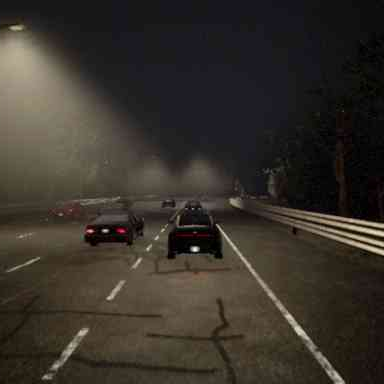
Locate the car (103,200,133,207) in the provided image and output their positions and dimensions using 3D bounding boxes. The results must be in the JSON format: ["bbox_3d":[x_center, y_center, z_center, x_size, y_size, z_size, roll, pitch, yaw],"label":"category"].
[{"bbox_3d":[-6.912,1.679,29.704,1.895,1.301,4.718,0,0,0],"label":"car"}]

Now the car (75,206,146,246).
[{"bbox_3d":[-3.406,1.589,15.571,2.033,1.411,5.357,0,0,0],"label":"car"}]

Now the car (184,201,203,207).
[{"bbox_3d":[0.140,1.636,33.358,2.033,1.411,5.357,0,0,1],"label":"car"}]

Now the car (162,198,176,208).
[{"bbox_3d":[-3.418,1.624,49.971,2.128,1.511,4.902,0,0,0],"label":"car"}]

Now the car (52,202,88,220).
[{"bbox_3d":[-10.408,1.601,28.662,1.812,1.442,4.674,0,0,0],"label":"car"}]

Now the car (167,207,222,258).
[{"bbox_3d":[0.095,1.540,12.866,1.837,1.490,4.892,0,0,0],"label":"car"}]

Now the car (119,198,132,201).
[{"bbox_3d":[-10.418,1.614,51.693,1.882,1.535,5.008,0,0,0],"label":"car"}]
